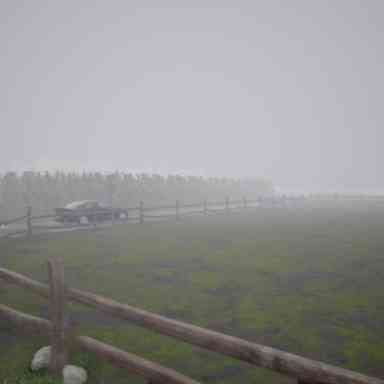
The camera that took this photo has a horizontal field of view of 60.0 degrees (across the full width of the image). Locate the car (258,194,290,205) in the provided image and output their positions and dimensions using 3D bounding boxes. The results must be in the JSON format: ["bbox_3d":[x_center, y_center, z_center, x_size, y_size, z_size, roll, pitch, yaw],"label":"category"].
[{"bbox_3d":[11.091,0.980,45.478,2.128,1.511,4.902,-1,0,36],"label":"car"}]

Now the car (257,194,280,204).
[{"bbox_3d":[11.851,1.075,51.381,1.895,1.301,4.718,-1,0,35],"label":"car"}]

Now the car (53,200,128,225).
[{"bbox_3d":[-6.273,1.233,21.113,1.882,1.535,5.008,-1,0,35],"label":"car"}]

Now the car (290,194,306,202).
[{"bbox_3d":[17.023,0.998,53.916,1.895,1.301,4.718,-1,0,35],"label":"car"}]
